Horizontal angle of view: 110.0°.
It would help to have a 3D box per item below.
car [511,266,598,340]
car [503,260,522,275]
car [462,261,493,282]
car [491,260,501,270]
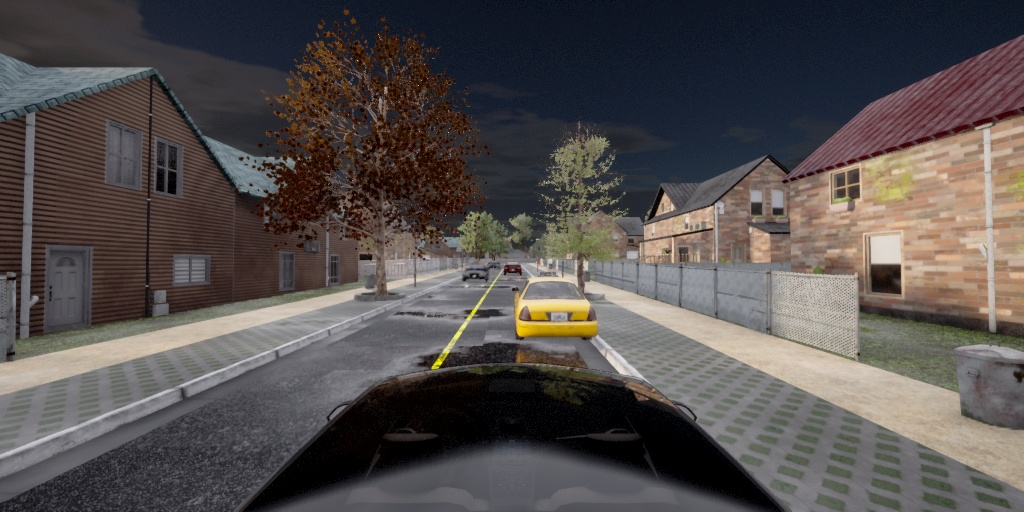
[{"bbox_3d":[0.964,1.210,9.873,1.801,1.575,5.366,0,0,0],"label":"car"},{"bbox_3d":[0.089,1.254,38.814,1.882,1.535,5.008,0,0,0],"label":"car"},{"bbox_3d":[-2.842,1.331,29.067,1.994,1.385,4.181,0,0,0],"label":"car"},{"bbox_3d":[-2.735,1.360,54.197,1.994,1.385,4.181,0,0,0],"label":"car"}]
